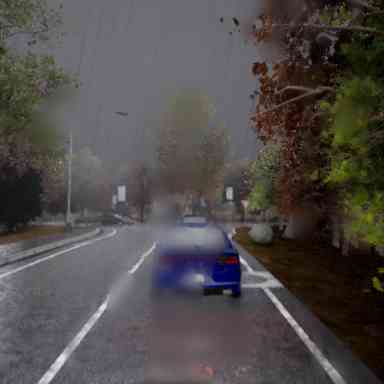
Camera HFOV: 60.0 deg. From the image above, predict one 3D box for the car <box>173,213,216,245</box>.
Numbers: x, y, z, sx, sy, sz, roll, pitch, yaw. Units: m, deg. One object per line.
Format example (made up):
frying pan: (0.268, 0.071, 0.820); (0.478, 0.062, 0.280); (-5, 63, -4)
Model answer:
car: (0.168, 1.938, 18.532); (2.033, 1.411, 5.357); (0, -3, 1)

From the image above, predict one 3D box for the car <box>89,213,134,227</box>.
car: (-9.073, 3.268, 38.549); (4.892, 1.490, 1.837); (-2, -3, 25)

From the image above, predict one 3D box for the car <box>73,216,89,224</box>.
car: (-18.633, 4.915, 59.171); (2.033, 1.411, 5.357); (-2, -5, 22)

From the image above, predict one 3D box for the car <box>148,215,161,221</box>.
car: (-6.766, 5.544, 69.970); (5.008, 1.535, 1.882); (2, -5, -13)

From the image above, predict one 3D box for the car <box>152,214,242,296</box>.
car: (0.101, 1.547, 8.795); (1.882, 1.535, 5.008); (0, -1, 0)
